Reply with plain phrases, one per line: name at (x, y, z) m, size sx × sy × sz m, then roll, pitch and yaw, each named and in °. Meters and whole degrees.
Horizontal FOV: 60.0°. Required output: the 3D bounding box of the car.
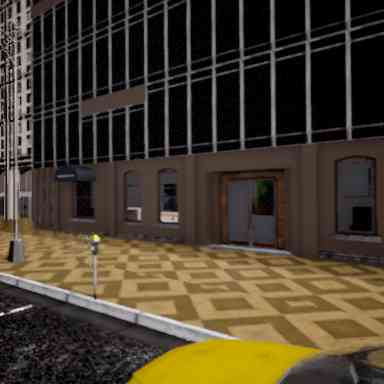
car at (1.494, 1.524, 1.813) m, size 4.829 × 1.417 × 1.752 m, roll 0°, pitch 0°, yaw 36°
